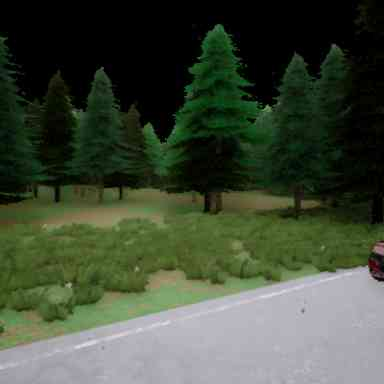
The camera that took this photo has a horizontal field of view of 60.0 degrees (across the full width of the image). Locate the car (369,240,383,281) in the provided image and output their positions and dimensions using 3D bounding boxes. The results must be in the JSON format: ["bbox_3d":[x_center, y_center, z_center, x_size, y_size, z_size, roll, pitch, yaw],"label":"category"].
[{"bbox_3d":[6.557,1.470,8.662,5.008,1.535,1.882,0,0,-35],"label":"car"}]
